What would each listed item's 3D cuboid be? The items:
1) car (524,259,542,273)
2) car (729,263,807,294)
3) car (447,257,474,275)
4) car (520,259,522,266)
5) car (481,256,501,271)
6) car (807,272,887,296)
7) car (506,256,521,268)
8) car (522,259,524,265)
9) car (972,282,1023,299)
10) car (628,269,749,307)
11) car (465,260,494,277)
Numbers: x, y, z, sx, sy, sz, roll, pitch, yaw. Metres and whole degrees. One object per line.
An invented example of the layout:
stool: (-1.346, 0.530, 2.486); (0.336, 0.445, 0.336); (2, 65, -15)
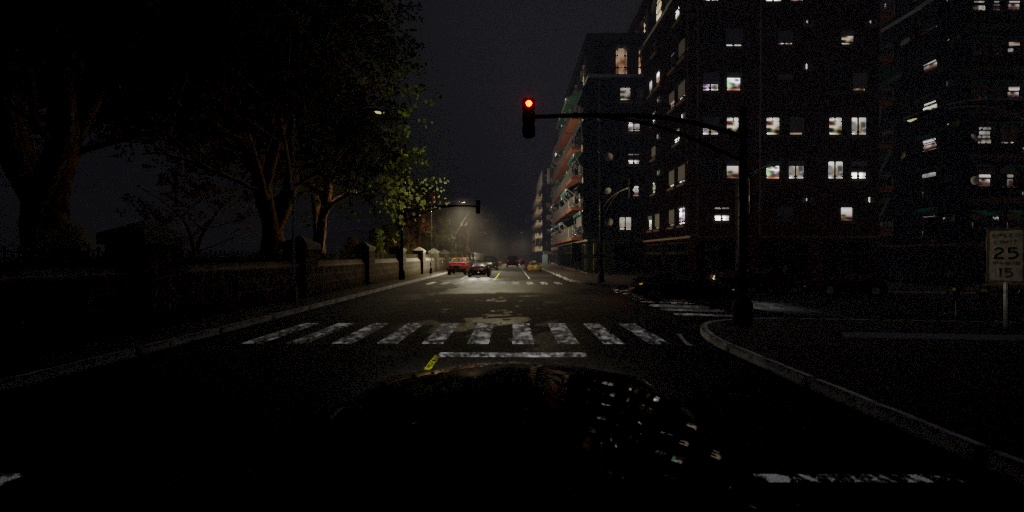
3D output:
car: (2.737, 1.283, 44.409); (1.751, 1.417, 4.829); (0, 0, 0)
car: (14.621, 1.338, 22.106); (5.009, 1.841, 2.192); (0, 0, 0)
car: (-5.649, 1.069, 38.713); (2.192, 1.841, 5.009); (0, 0, 0)
car: (2.749, 1.316, 55.310); (2.007, 1.370, 4.403); (0, 0, 0)
car: (-3.045, 0.984, 49.924); (2.150, 2.045, 5.566); (0, 0, 0)
car: (20.316, 1.671, 22.118); (4.507, 1.381, 1.888); (0, 0, 0)
car: (0.068, 0.993, 63.637); (2.150, 2.045, 5.566); (0, 0, 0)
car: (2.743, 1.306, 49.774); (1.888, 1.381, 4.507); (0, 0, 0)
car: (31.538, 1.857, 22.141); (4.829, 1.417, 1.751); (0, 0, 0)
car: (7.859, 1.427, 16.623); (4.674, 1.442, 1.812); (2, 1, 8)
car: (-3.064, 1.316, 34.684); (1.994, 1.385, 4.181); (0, 0, 0)
